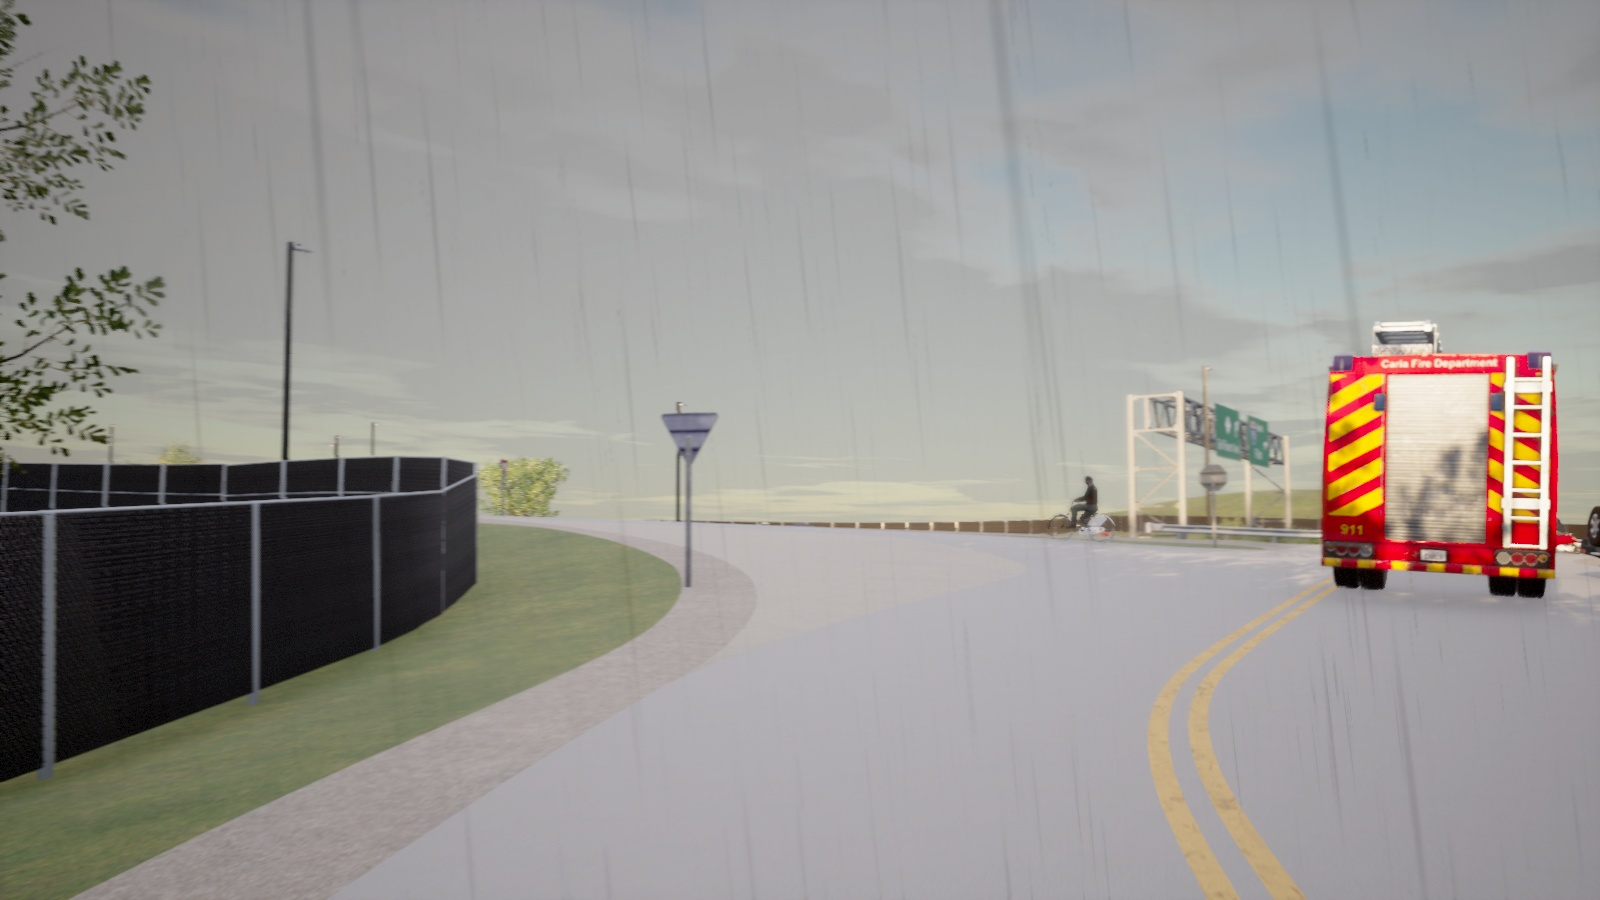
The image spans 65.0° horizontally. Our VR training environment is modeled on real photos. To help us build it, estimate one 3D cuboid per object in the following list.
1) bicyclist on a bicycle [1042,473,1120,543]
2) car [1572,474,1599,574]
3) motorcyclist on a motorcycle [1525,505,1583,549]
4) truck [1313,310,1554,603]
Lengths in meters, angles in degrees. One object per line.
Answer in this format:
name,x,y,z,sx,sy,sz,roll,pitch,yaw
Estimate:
bicyclist on a bicycle,7.413,1.515,33.184,1.843,1.776,0.659,1,-3,35
car,17.273,1.493,23.328,4.605,1.855,1.932,2,-2,15
motorcyclist on a motorcycle,28.636,2.928,47.727,1.817,1.590,0.866,0,-3,24
truck,10.590,0.169,20.824,2.891,3.827,8.468,1,-1,29
